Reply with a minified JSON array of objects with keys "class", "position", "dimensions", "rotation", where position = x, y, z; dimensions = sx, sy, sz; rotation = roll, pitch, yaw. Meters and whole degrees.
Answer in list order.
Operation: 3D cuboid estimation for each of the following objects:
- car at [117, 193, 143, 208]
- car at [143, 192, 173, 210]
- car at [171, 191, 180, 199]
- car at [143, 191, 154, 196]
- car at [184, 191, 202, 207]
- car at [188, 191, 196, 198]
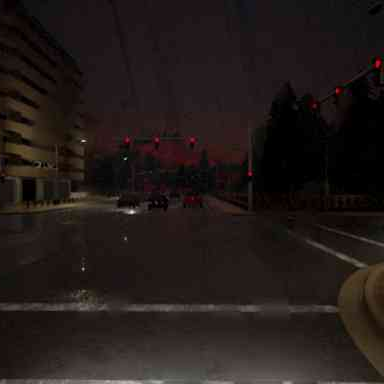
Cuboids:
[{"class":"car","position":[-7.095,0.951,37.544],"dimensions":[1.882,1.535,5.008],"rotation":[0,1,0]},{"class":"car","position":[-3.408,1.064,34.422],"dimensions":[2.033,1.411,5.357],"rotation":[0,1,0]},{"class":"car","position":[-3.512,0.541,66.848],"dimensions":[1.882,1.535,5.008],"rotation":[0,1,0]},{"class":"car","position":[-7.089,0.840,48.947],"dimensions":[1.812,1.442,4.674],"rotation":[0,1,0]},{"class":"car","position":[0.093,0.796,39.644],"dimensions":[2.097,1.767,4.553],"rotation":[0,1,0]},{"class":"car","position":[-0.013,0.497,73.392],"dimensions":[1.812,1.442,4.674],"rotation":[0,1,0]}]
